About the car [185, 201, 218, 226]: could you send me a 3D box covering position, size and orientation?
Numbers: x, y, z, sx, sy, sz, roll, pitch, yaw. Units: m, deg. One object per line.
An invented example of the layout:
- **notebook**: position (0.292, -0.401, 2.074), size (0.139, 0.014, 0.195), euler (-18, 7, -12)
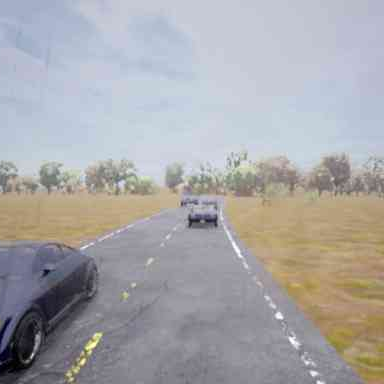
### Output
- **car**: position (0.786, 1.517, 22.598), size (1.895, 1.301, 4.718), euler (0, 0, 3)

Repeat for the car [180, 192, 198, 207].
- **car**: position (-0.263, 0.952, 47.400), size (2.150, 2.045, 5.566), euler (0, 0, 6)

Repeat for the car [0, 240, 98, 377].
- **car**: position (-3.012, 1.540, 5.470), size (1.994, 1.385, 4.181), euler (0, 0, 1)

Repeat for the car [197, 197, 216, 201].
- **car**: position (2.186, 1.394, 40.866), size (2.033, 1.411, 5.357), euler (0, 0, 6)
